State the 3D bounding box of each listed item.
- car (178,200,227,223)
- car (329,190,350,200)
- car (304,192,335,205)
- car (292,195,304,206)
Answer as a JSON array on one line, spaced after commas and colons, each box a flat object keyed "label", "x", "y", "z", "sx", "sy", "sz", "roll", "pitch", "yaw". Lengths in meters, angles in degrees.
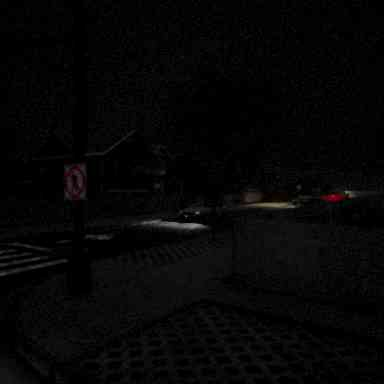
[{"label": "car", "x": 0.924, "y": 1.318, "z": 24.105, "sx": 1.812, "sy": 1.442, "sz": 4.674, "roll": 0, "pitch": 1, "yaw": 34}, {"label": "car", "x": 21.550, "y": 0.761, "z": 48.942, "sx": 2.150, "sy": 2.045, "sz": 5.566, "roll": 0, "pitch": 1, "yaw": 38}, {"label": "car", "x": 15.705, "y": 1.105, "z": 40.777, "sx": 1.882, "sy": 1.535, "sz": 5.008, "roll": 0, "pitch": 1, "yaw": 35}, {"label": "car", "x": 15.236, "y": 1.130, "z": 45.043, "sx": 2.033, "sy": 1.411, "sz": 5.357, "roll": 0, "pitch": 1, "yaw": 36}]
